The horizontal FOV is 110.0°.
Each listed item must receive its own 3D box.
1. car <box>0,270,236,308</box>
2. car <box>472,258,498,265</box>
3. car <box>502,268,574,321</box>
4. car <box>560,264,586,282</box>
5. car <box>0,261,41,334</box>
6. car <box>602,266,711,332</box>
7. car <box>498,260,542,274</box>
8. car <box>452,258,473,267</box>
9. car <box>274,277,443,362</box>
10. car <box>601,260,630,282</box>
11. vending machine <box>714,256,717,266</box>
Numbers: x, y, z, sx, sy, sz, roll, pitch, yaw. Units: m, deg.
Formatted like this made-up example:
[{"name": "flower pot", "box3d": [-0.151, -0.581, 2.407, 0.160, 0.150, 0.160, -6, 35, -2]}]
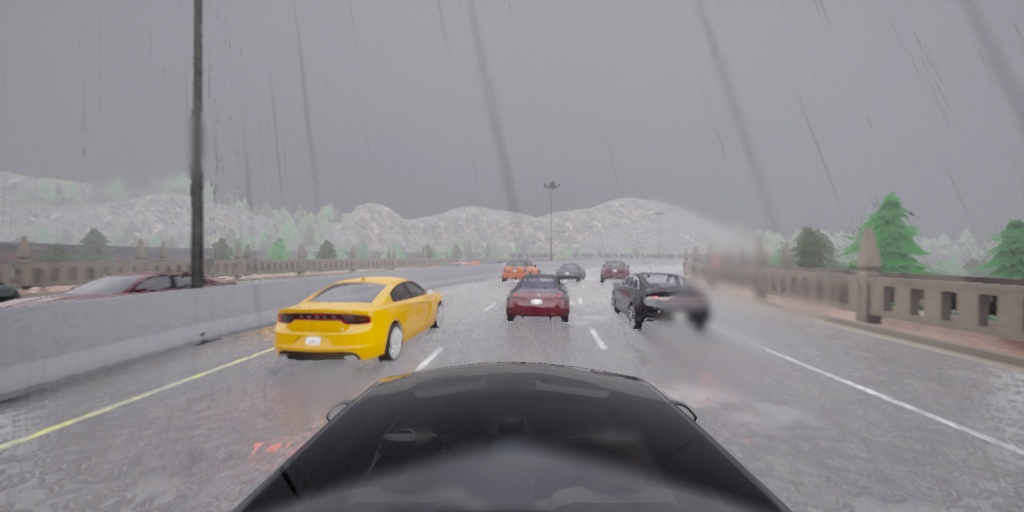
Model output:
[{"name": "car", "box3d": [-10.085, 1.166, 9.650, 1.882, 1.535, 5.008, 0, 0, 5]}, {"name": "car", "box3d": [-2.651, 1.219, 48.146, 2.033, 1.411, 5.357, 0, 0, 27]}, {"name": "car", "box3d": [0.980, 1.304, 12.473, 1.994, 1.385, 4.181, 0, 0, 7]}, {"name": "car", "box3d": [4.838, 1.300, 29.321, 1.994, 1.385, 4.181, 0, 0, 18]}, {"name": "car", "box3d": [-13.737, 1.025, 7.331, 2.097, 1.767, 4.553, 0, 0, 4]}, {"name": "car", "box3d": [4.299, 1.250, 11.009, 2.128, 1.511, 4.902, 0, 0, 6]}, {"name": "car", "box3d": [0.800, 1.069, 28.104, 2.097, 1.767, 4.553, 0, 0, 16]}, {"name": "car", "box3d": [-6.203, 1.004, 48.734, 2.097, 1.767, 4.553, 0, 0, 27]}, {"name": "car", "box3d": [-2.994, 1.204, 8.201, 1.882, 1.535, 5.008, 0, 0, 4]}, {"name": "car", "box3d": [8.260, 1.106, 28.520, 2.097, 1.767, 4.553, 0, 0, 18]}, {"name": "vending machine", "box3d": [26.971, 1.016, 47.985, 1.100, 2.100, 0.880, 0, 0, 37]}]
